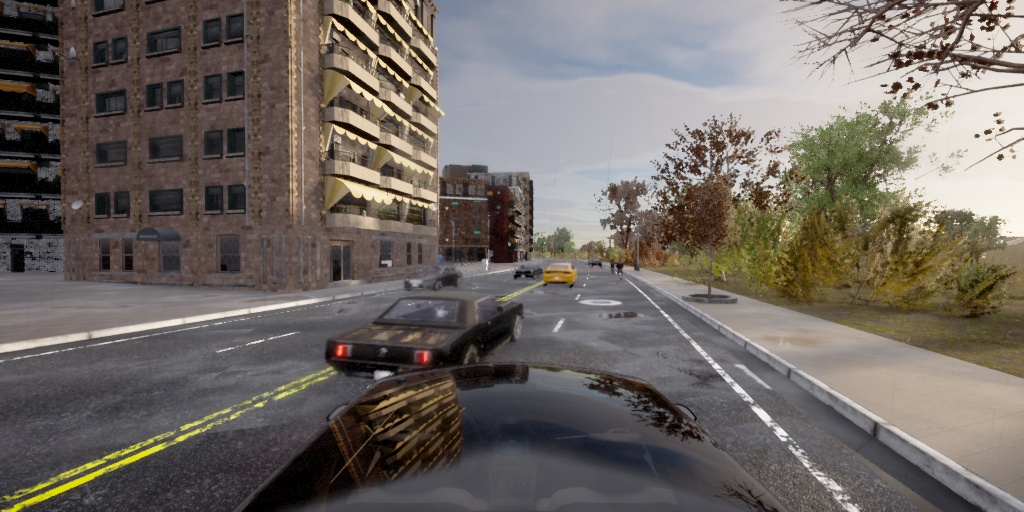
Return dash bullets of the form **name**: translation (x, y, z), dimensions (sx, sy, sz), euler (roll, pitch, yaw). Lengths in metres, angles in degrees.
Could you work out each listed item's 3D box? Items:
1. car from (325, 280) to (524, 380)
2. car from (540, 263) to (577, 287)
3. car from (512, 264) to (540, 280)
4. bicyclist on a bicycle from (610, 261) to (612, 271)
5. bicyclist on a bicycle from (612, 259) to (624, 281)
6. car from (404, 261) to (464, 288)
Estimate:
- **car**: translation (-1.133, 1.350, 7.001), dimensions (1.895, 1.301, 4.718), euler (0, 0, 15)
- **car**: translation (3.391, 1.222, 24.587), dimensions (1.882, 1.535, 5.008), euler (0, 0, 14)
- **car**: translation (1.388, 1.345, 30.981), dimensions (1.895, 1.301, 4.718), euler (0, 0, 13)
- **bicyclist on a bicycle**: translation (10.709, 1.189, 38.186), dimensions (0.582, 1.620, 1.656), euler (0, 0, 13)
- **bicyclist on a bicycle**: translation (8.235, 1.112, 27.409), dimensions (0.659, 1.776, 1.843), euler (0, 0, 13)
- **car**: translation (-4.414, 1.240, 20.888), dimensions (2.128, 1.511, 4.902), euler (0, 0, 14)
